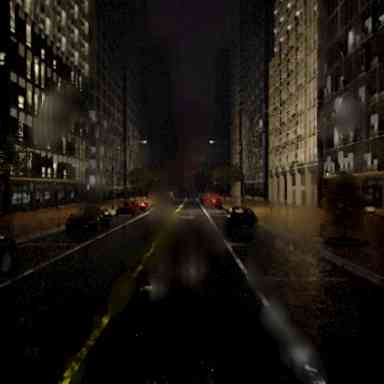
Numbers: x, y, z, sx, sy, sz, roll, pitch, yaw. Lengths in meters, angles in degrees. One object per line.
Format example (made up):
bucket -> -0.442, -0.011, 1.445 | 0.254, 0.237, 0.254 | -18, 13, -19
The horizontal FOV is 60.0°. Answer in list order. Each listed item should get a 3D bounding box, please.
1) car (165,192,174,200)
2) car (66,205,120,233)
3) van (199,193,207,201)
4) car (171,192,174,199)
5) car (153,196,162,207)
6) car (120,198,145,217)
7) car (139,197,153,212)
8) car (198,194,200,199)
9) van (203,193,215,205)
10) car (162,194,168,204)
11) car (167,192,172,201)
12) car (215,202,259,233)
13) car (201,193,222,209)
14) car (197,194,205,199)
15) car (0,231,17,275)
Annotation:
car -> -5.831, 1.009, 87.108 | 2.192, 1.841, 5.009 | -1, 0, 0
car -> -5.725, 1.487, 18.905 | 2.008, 1.369, 4.403 | -1, 0, 0
van -> 2.567, 1.074, 75.753 | 1.690, 1.788, 3.998 | -1, 0, 0
car -> -5.821, 1.155, 81.425 | 1.967, 1.590, 4.097 | -1, 0, 0
car -> -5.768, 1.364, 47.153 | 1.752, 1.417, 4.829 | -1, 0, 0
car -> -5.742, 1.479, 30.272 | 1.802, 1.307, 4.206 | -1, 0, 0
car -> -5.752, 1.318, 35.955 | 1.967, 1.590, 4.097 | -1, 0, 0
car -> 2.594, 1.235, 58.703 | 1.967, 1.590, 4.097 | -1, 0, 0
van -> 2.602, 1.156, 53.019 | 1.690, 1.788, 3.998 | -1, 0, 0
car -> -5.786, 1.363, 58.691 | 1.947, 1.339, 4.313 | -1, 0, 0
car -> -5.803, 1.307, 70.058 | 2.008, 1.369, 4.403 | -1, 0, 0
car -> 2.656, 1.485, 18.918 | 2.008, 1.369, 4.403 | -1, 0, 0
car -> 2.618, 1.170, 41.652 | 2.192, 1.841, 5.009 | -1, 0, 0
car -> 2.543, 1.221, 92.805 | 2.008, 1.369, 4.403 | -1, 0, 0
car -> -5.708, 1.527, 7.538 | 2.008, 1.369, 4.403 | -1, 0, 0
